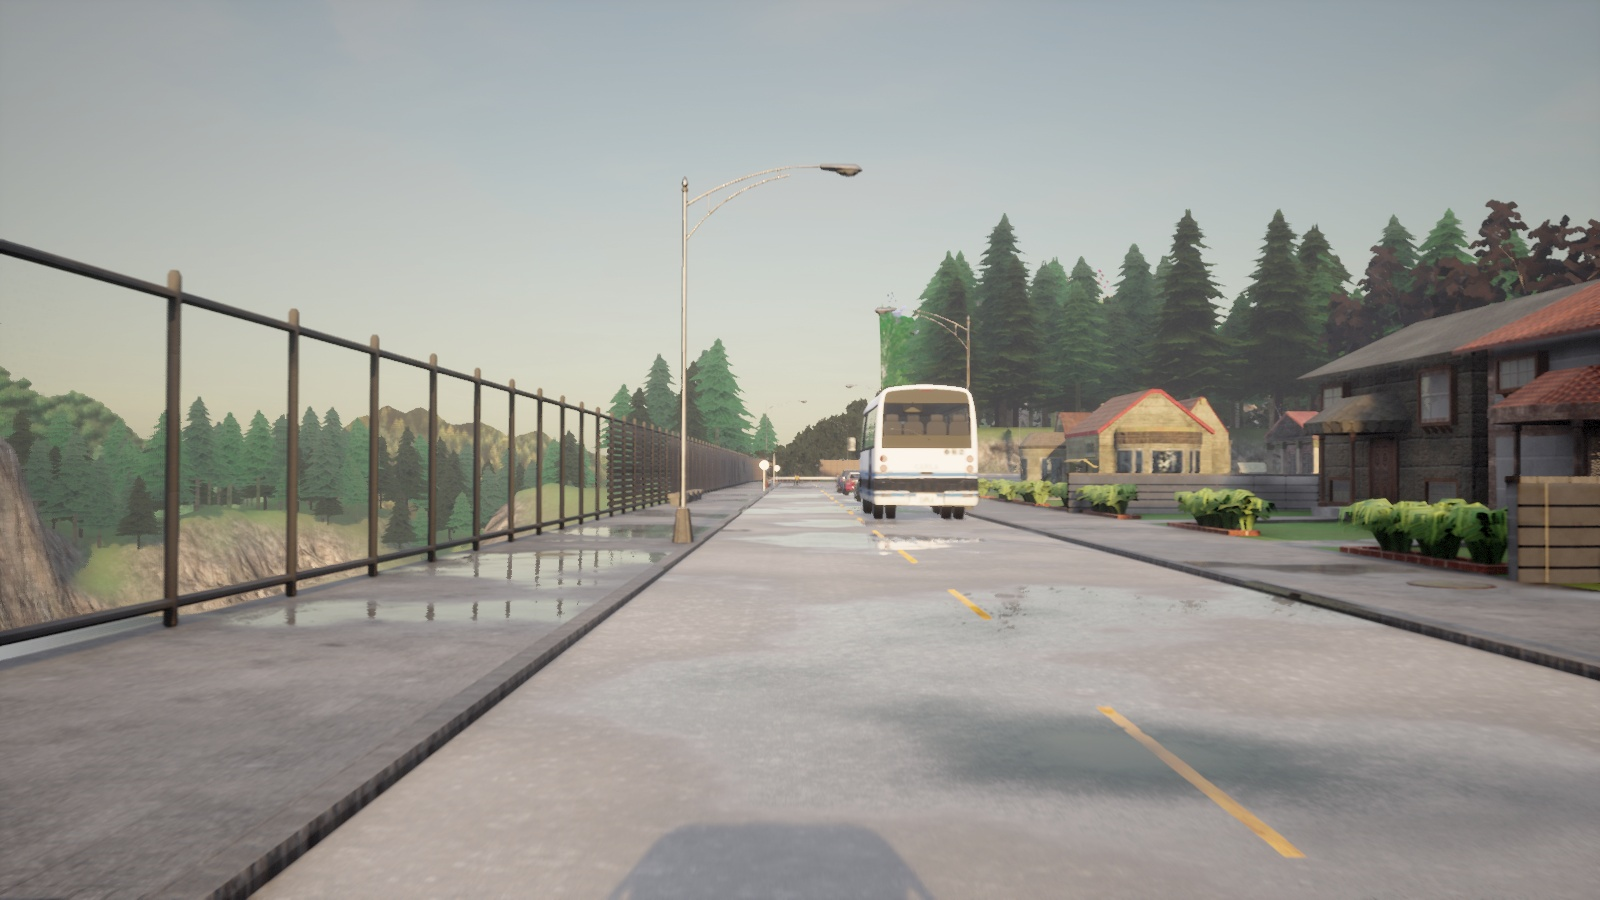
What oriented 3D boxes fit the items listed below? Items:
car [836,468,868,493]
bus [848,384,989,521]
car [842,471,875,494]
[{"bbox_3d":[3.787,2.199,92.039,2.097,1.767,4.553,0,-1,0],"label":"car"},{"bbox_3d":[3.887,0.163,44.237,3.944,4.253,10.273,0,-1,0],"label":"bus"},{"bbox_3d":[3.807,2.150,82.757,1.970,1.475,3.806,0,-1,0],"label":"car"}]
